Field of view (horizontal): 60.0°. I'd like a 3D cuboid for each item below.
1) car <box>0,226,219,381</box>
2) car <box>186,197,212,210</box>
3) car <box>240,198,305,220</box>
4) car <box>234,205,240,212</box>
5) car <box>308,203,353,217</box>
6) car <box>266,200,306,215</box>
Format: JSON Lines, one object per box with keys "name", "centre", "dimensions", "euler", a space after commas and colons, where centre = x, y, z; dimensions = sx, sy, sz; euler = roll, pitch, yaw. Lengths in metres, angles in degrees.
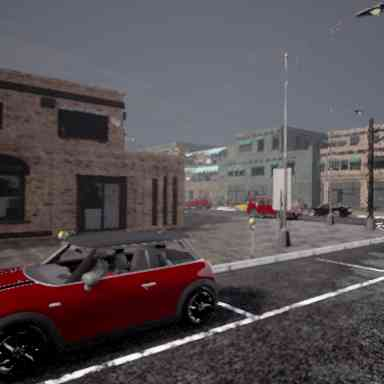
{"name": "car", "centre": [-1.586, 1.438, 5.411], "dimensions": [4.097, 1.590, 1.967], "euler": [0, 1, -35]}
{"name": "car", "centre": [1.119, 1.728, 51.477], "dimensions": [2.192, 1.841, 5.009], "euler": [0, -1, -35]}
{"name": "car", "centre": [6.890, 1.397, 28.468], "dimensions": [2.192, 1.841, 5.009], "euler": [0, -1, -35]}
{"name": "car", "centre": [7.349, 1.835, 42.499], "dimensions": [1.752, 1.417, 4.829], "euler": [0, -1, -35]}
{"name": "car", "centre": [13.773, 1.769, 33.243], "dimensions": [1.947, 1.339, 4.313], "euler": [0, -1, -35]}
{"name": "car", "centre": [10.610, 1.695, 37.803], "dimensions": [1.967, 1.590, 4.097], "euler": [0, -1, -35]}
